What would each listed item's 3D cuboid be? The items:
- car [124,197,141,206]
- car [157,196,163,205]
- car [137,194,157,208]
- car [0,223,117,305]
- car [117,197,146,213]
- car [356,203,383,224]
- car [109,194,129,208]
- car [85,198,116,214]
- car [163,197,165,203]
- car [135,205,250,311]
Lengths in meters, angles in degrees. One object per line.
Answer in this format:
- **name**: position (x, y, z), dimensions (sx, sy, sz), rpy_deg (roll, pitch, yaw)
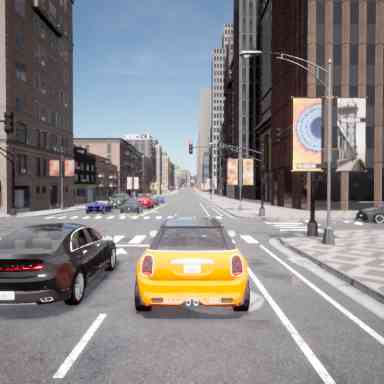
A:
- **car**: position (-9.818, 1.592, 55.288), dimensions (1.994, 1.385, 4.181), rpy_deg (0, 0, 2)
- **car**: position (-6.584, 1.592, 55.980), dimensions (1.994, 1.385, 4.181), rpy_deg (0, 0, 0)
- **car**: position (-6.599, 1.245, 46.007), dimensions (2.150, 2.045, 5.566), rpy_deg (0, 0, 1)
- **car**: position (-3.153, 1.504, 8.042), dimensions (1.837, 1.490, 4.892), rpy_deg (0, 0, 0)
- **car**: position (-6.601, 1.580, 36.730), dimensions (1.994, 1.385, 4.181), rpy_deg (0, 0, 0)
- **car**: position (13.986, 1.470, 23.566), dimensions (4.181, 1.385, 1.994), rpy_deg (0, 1, 0)
- **car**: position (-9.843, 1.244, 45.330), dimensions (2.150, 2.045, 5.566), rpy_deg (0, 0, 1)
- **car**: position (-9.850, 1.616, 35.571), dimensions (1.895, 1.301, 4.718), rpy_deg (0, 0, 0)
- **car**: position (-6.529, 1.508, 66.234), dimensions (1.882, 1.535, 5.008), rpy_deg (0, 0, 1)
- **car**: position (0.010, 1.351, 7.897), dimensions (2.097, 1.767, 4.553), rpy_deg (0, 0, 0)
